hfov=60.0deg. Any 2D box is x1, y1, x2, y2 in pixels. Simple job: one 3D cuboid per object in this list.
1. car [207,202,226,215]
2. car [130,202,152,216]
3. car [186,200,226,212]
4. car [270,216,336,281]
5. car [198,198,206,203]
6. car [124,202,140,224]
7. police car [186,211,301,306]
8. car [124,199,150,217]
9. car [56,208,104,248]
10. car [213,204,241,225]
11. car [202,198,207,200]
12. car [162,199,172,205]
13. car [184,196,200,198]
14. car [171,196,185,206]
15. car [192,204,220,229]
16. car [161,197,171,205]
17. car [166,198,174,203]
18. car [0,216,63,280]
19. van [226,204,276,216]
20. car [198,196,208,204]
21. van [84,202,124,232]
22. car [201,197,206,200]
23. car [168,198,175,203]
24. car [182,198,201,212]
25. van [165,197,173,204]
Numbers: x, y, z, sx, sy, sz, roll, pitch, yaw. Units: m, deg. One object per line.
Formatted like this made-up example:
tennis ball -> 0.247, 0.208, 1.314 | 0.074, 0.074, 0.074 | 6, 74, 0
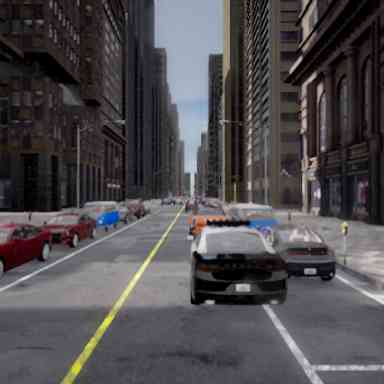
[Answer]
car -> 2.754, 1.902, 38.039 | 1.802, 1.307, 4.206 | 0, 0, 0
car -> -5.771, 1.843, 37.855 | 1.752, 1.417, 4.829 | 0, 0, 0
car -> 0.896, 1.504, 18.284 | 2.097, 1.767, 4.553 | 0, 0, 0
car -> 2.761, 1.634, 9.946 | 2.008, 1.369, 4.403 | 0, 0, 0
car -> 2.741, 2.371, 94.225 | 2.008, 1.369, 4.403 | 0, -1, 0
car -> -5.768, 1.775, 26.788 | 2.008, 1.369, 4.403 | 0, 0, 0
police car -> 0.898, 1.496, 8.424 | 1.930, 1.638, 5.238 | 0, 0, 0
car -> -5.770, 1.587, 32.408 | 2.192, 1.841, 5.009 | 0, 0, 0
car -> -5.766, 1.675, 15.551 | 1.887, 1.381, 4.507 | 0, 0, 0
car -> 2.757, 1.752, 26.972 | 1.752, 1.417, 4.829 | 0, 0, 0
car -> 2.751, 1.943, 49.447 | 1.752, 1.417, 4.829 | 0, -1, 0
car -> -5.781, 2.233, 77.352 | 1.947, 1.339, 4.313 | 0, -1, 0
car -> -0.013, 1.978, 58.731 | 1.882, 1.535, 5.008 | 0, -1, 0
car -> -3.016, 2.140, 71.487 | 1.812, 1.442, 4.674 | 0, -1, 0
car -> 0.895, 1.710, 24.313 | 1.837, 1.490, 4.892 | 0, 0, 0
car -> -5.779, 2.198, 71.733 | 1.802, 1.307, 4.206 | 0, -1, 0
car -> -5.783, 2.313, 88.588 | 1.887, 1.381, 4.507 | 0, -1, 0
car -> -5.764, 1.627, 9.933 | 1.887, 1.381, 4.507 | 0, 0, 0
van -> 2.759, 1.472, 15.567 | 1.690, 1.788, 3.998 | 0, 0, 0
car -> 2.743, 2.033, 82.990 | 2.192, 1.841, 5.009 | 0, -1, 0
van -> -5.767, 1.518, 21.172 | 1.690, 1.788, 3.998 | 0, 0, 0
car -> 2.748, 2.082, 60.514 | 1.947, 1.339, 4.313 | 0, -1, 0
car -> -5.785, 2.385, 94.206 | 1.947, 1.339, 4.313 | 0, -1, 0
car -> 0.009, 1.906, 45.165 | 1.812, 1.442, 4.674 | 0, 0, 0
van -> -5.782, 2.058, 82.972 | 1.690, 1.788, 3.998 | 0, -1, 0
